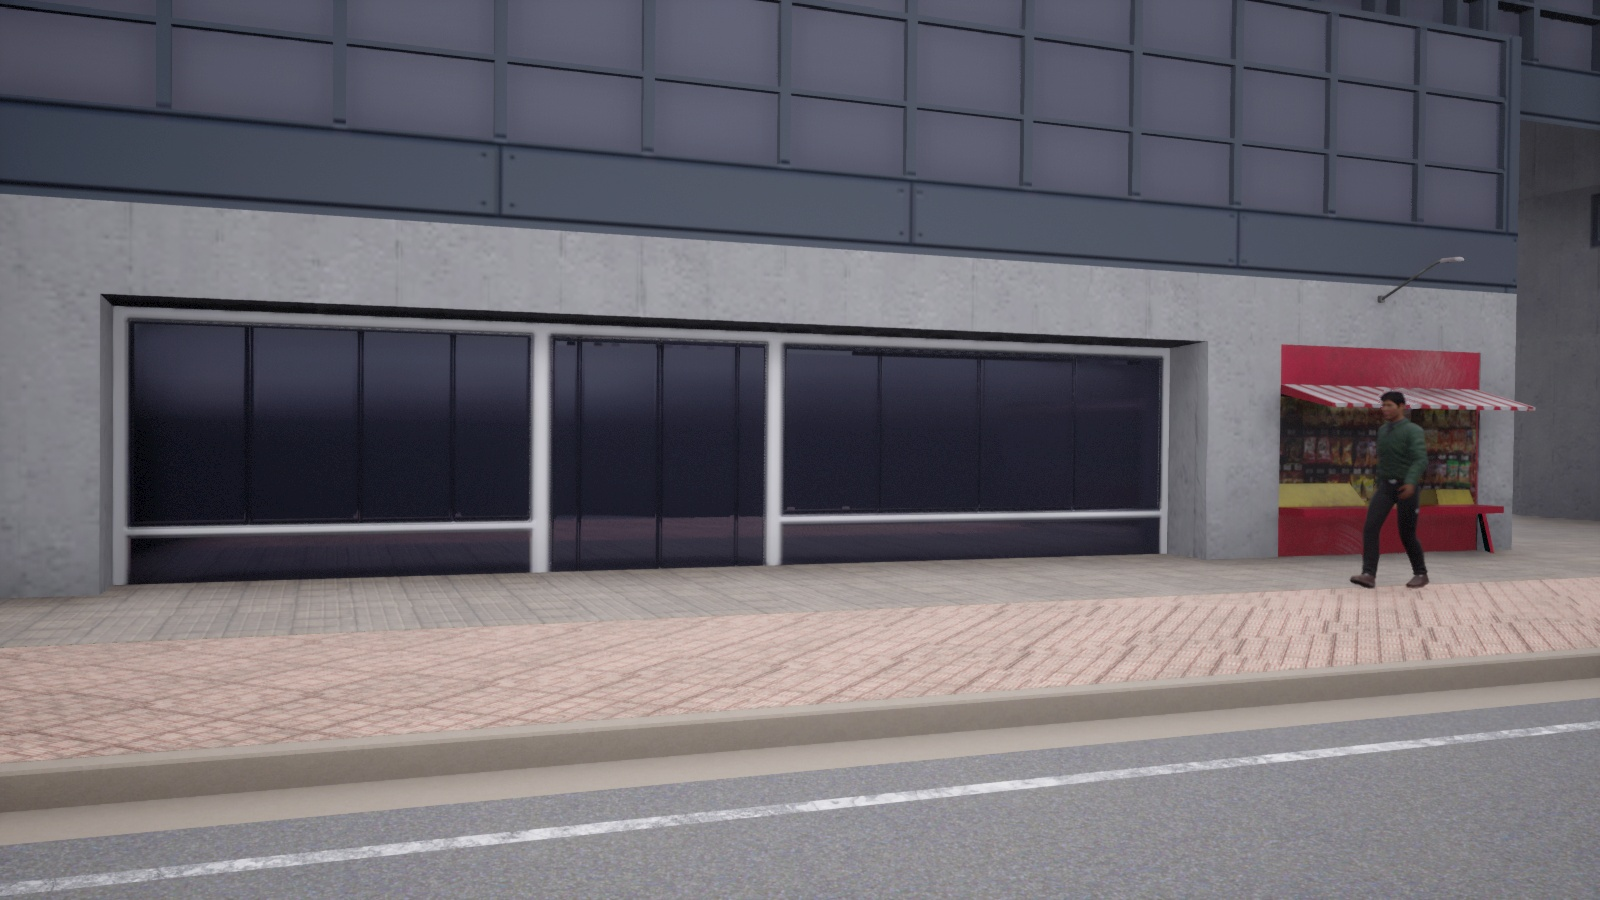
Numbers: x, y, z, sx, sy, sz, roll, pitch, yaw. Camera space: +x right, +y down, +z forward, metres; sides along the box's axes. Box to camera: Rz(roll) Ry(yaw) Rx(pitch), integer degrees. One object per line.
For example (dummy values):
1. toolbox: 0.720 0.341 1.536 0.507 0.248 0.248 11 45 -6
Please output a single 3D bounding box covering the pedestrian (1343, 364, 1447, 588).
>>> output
1. pedestrian: 5.339 0.216 11.269 0.788 1.949 0.423 -1 1 -23
